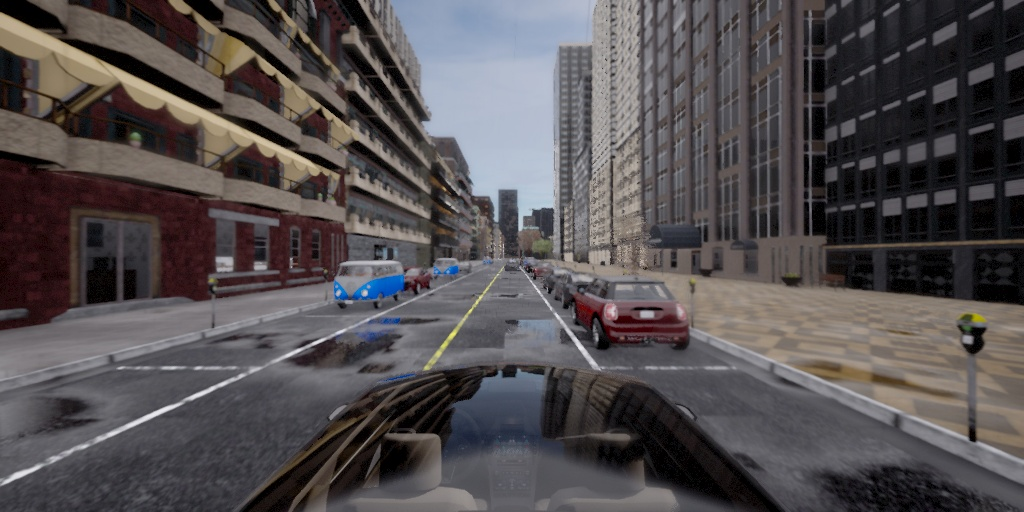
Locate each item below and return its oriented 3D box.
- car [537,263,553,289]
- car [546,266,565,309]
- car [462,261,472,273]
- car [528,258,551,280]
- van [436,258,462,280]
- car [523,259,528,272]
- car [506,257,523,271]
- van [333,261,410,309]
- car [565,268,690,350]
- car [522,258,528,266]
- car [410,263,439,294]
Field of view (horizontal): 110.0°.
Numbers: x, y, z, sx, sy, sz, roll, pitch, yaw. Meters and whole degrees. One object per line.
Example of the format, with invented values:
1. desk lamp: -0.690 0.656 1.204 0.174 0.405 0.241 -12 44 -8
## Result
1. car: 2.692 1.291 20.132 2.007 1.370 4.403 0 0 0
2. car: 2.692 1.294 14.609 2.007 1.370 4.403 0 0 0
3. car: -5.689 1.287 42.223 2.007 1.370 4.403 0 0 0
4. car: 2.692 1.177 31.176 1.967 1.591 4.097 0 0 0
5. van: -5.689 1.078 31.178 1.690 1.789 3.998 0 0 0
6. car: 2.692 1.303 42.223 1.948 1.339 4.313 0 0 0
7. car: 0.101 1.230 48.157 2.128 1.511 4.902 0 0 0
8. van: -5.689 1.084 14.610 1.690 1.789 3.998 0 0 0
9. car: 2.692 1.186 9.086 1.967 1.591 4.097 0 0 0
10. car: 2.692 1.283 47.745 1.888 1.381 4.507 0 0 0
11. car: -5.689 1.286 20.133 1.888 1.381 4.507 0 0 0
